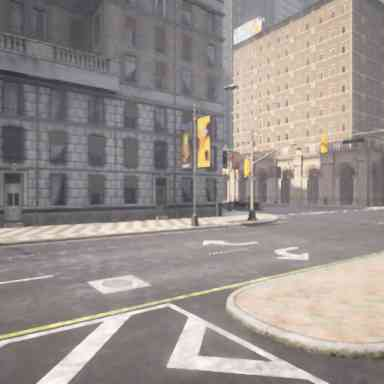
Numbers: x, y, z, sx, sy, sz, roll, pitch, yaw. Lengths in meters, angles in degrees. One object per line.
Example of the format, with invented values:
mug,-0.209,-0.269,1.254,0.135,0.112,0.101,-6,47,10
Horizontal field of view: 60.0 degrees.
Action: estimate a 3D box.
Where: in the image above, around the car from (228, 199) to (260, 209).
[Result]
car,7.226,1.593,46.431,1.895,1.301,4.718,0,0,-36
